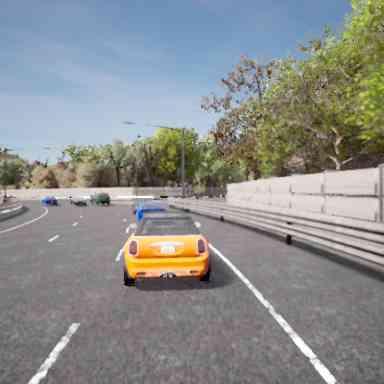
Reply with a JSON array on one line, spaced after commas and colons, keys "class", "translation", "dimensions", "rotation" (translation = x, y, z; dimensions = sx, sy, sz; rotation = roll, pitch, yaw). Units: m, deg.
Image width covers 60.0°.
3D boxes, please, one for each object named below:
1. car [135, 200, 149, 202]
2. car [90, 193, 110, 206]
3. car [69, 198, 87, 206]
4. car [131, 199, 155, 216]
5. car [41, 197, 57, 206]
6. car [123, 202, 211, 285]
[{"class": "car", "translation": [-3.001, 1.438, 23.989], "dimensions": [1.882, 1.535, 5.008], "rotation": [0, 0, -12]}, {"class": "car", "translation": [-15.210, 1.188, 54.986], "dimensions": [2.150, 2.045, 5.566], "rotation": [0, 0, -30]}, {"class": "car", "translation": [-18.455, 1.595, 53.621], "dimensions": [1.895, 1.301, 4.718], "rotation": [0, 0, -30]}, {"class": "car", "translation": [-5.058, 1.498, 33.660], "dimensions": [2.033, 1.411, 5.357], "rotation": [0, 0, -12]}, {"class": "car", "translation": [-24.009, 1.506, 55.916], "dimensions": [1.882, 1.535, 5.008], "rotation": [0, 0, -33]}, {"class": "car", "translation": [-0.762, 1.334, 9.742], "dimensions": [2.097, 1.767, 4.553], "rotation": [0, 0, -5]}]
